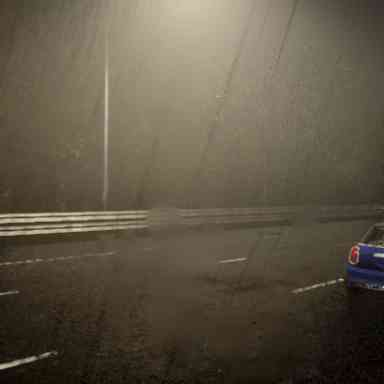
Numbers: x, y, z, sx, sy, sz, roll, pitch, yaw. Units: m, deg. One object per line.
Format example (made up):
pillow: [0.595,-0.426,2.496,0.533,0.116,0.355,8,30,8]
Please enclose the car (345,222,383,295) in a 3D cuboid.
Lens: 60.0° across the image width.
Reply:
car: [5.556,1.442,7.996,4.553,1.767,2.097,1,-1,-42]
